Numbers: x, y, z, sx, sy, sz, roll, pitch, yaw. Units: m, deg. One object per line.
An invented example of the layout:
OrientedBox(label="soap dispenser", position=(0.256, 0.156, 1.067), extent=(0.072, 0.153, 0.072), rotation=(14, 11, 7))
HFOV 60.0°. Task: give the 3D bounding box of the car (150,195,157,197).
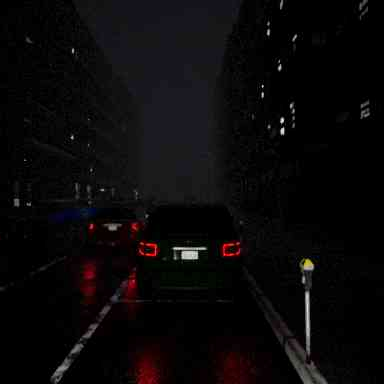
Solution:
OrientedBox(label="car", position=(-8.318, 1.470, 70.528), extent=(2.192, 1.841, 5.009), rotation=(1, 0, 0))

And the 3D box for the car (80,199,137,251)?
OrientedBox(label="car", position=(-2.922, 1.362, 14.353), extent=(2.097, 1.767, 4.553), rotation=(0, 0, 0))

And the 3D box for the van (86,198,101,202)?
OrientedBox(label="van", position=(-8.314, 1.368, 26.285), extent=(1.690, 1.788, 3.998), rotation=(1, 0, 0))

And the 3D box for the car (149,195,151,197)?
OrientedBox(label="car", position=(-8.322, 1.660, 53.938), extent=(1.947, 1.339, 4.313), rotation=(1, 0, 0))

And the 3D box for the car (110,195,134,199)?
OrientedBox(label="car", position=(-8.314, 1.365, 37.346), extent=(2.192, 1.841, 5.009), rotation=(1, 0, 0))

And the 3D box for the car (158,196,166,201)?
OrientedBox(label="car", position=(-8.327, 1.846, 92.652), extent=(1.802, 1.307, 4.206), rotation=(1, 0, 0))

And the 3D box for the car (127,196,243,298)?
OrientedBox(label="car", position=(-0.040, 1.233, 8.683), extent=(2.150, 2.045, 5.566), rotation=(0, 0, 0))

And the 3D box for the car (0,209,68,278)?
OrientedBox(label="car", position=(-5.871, 1.497, 10.146), extent=(2.128, 1.511, 4.902), rotation=(0, 0, 0))

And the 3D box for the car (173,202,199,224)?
OrientedBox(label="car", position=(-0.438, 1.572, 26.224), extent=(1.887, 1.381, 4.507), rotation=(1, 0, 0))

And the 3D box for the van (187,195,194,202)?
OrientedBox(label="van", position=(-0.475, 1.575, 87.068), extent=(1.690, 1.788, 3.998), rotation=(1, 0, 0))

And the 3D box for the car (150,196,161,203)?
OrientedBox(label="car", position=(-8.325, 1.724, 76.058), extent=(1.887, 1.381, 4.507), rotation=(1, 0, 0))

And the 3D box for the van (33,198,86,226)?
OrientedBox(label="van", position=(-8.313, 1.358, 20.753), extent=(1.690, 1.788, 3.998), rotation=(2, 0, 0))

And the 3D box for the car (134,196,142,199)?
OrientedBox(label="car", position=(-8.315, 1.378, 42.875), extent=(2.192, 1.841, 5.009), rotation=(1, 0, 0))

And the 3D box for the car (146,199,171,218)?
OrientedBox(label="car", position=(-3.022, 1.513, 31.118), extent=(1.882, 1.535, 5.008), rotation=(0, 0, 0))

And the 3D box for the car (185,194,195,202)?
OrientedBox(label="car", position=(-0.474, 1.521, 81.536), extent=(2.192, 1.841, 5.009), rotation=(1, 0, 0))

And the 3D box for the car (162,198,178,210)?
OrientedBox(label="car", position=(-2.935, 1.593, 44.709), extent=(1.812, 1.442, 4.674), rotation=(0, 0, 0))

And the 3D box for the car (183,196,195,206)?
OrientedBox(label="car", position=(-0.474, 1.553, 59.411), extent=(1.967, 1.590, 4.097), rotation=(1, 0, 0))
